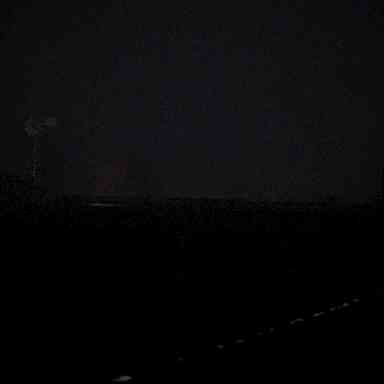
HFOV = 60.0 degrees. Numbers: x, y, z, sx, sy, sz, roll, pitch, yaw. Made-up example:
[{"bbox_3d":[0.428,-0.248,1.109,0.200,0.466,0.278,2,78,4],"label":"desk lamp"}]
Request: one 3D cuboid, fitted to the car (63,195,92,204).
[{"bbox_3d":[-17.329,1.077,50.486,4.718,1.301,1.895,1,-1,34],"label":"car"}]
